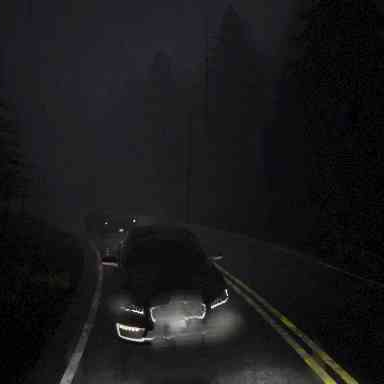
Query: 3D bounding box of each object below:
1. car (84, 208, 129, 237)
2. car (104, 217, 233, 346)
[{"bbox_3d":[-4.613,1.608,18.499,1.895,1.301,4.718,-3,1,-29],"label":"car"},{"bbox_3d":[-0.638,1.494,6.757,1.837,1.490,4.892,-1,0,-11],"label":"car"}]
